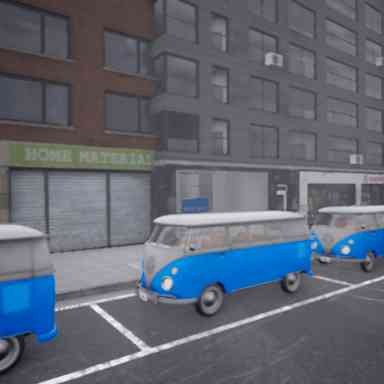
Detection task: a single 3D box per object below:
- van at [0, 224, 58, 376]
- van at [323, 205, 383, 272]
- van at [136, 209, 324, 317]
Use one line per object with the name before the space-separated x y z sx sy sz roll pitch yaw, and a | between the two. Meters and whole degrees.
van | -3.700 1.342 3.903 3.998 1.788 1.690 0 -1 -36
van | 5.387 1.323 10.402 3.998 1.788 1.690 0 -1 -36
van | 0.844 1.333 7.153 3.998 1.788 1.690 0 -1 -36
